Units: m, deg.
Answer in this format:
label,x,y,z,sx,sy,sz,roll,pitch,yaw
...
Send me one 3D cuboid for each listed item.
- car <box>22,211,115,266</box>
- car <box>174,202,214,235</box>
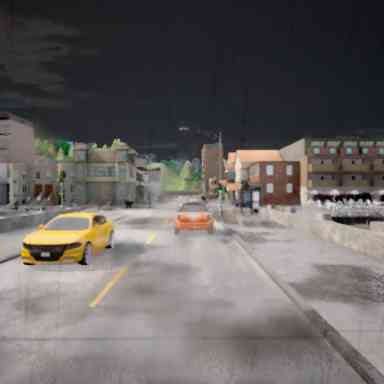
label,x,y,z,sx,sy,sz,roll,pitch,yaw
car,-4.085,1.487,11.771,1.882,1.535,5.008,0,0,0
car,0.095,1.367,19.224,2.097,1.767,4.553,0,0,0
